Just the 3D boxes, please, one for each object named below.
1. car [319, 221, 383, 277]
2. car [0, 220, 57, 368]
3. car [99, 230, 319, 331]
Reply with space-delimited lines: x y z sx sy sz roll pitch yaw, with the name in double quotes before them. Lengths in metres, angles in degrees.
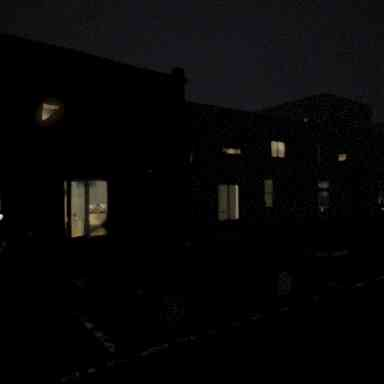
"car" 4.896 1.549 10.057 4.206 1.307 1.802 0 0 -36
"car" -4.132 1.320 3.617 5.009 1.841 2.192 0 0 -36
"car" 0.382 1.530 6.836 4.507 1.381 1.887 0 0 -36
